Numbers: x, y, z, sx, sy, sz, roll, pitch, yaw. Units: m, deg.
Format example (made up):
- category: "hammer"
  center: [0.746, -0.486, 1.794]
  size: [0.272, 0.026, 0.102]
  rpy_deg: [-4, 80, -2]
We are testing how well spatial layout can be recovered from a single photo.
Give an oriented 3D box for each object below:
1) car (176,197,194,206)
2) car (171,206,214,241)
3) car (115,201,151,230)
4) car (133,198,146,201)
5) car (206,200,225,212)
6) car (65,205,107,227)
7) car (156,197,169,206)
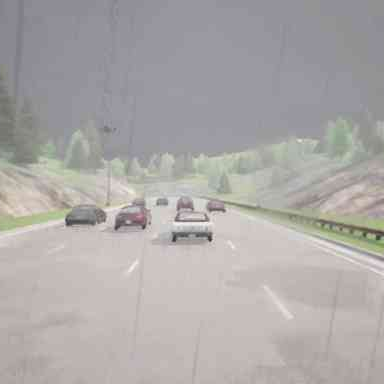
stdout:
- category: "car"
  center: [-0.863, 1.359, 41.476]
  size: [2.097, 1.767, 4.553]
  rpy_deg: [0, 0, -2]
- category: "car"
  center: [-0.029, 1.604, 16.593]
  size: [1.895, 1.301, 4.718]
  rpy_deg: [0, 0, -1]
- category: "car"
  center: [-3.662, 1.531, 21.120]
  size: [1.812, 1.442, 4.674]
  rpy_deg: [0, 0, -2]
- category: "car"
  center: [-8.246, 1.577, 52.155]
  size: [1.994, 1.385, 4.181]
  rpy_deg: [0, 0, -2]
- category: "car"
  center: [2.726, 1.570, 39.116]
  size: [1.994, 1.385, 4.181]
  rpy_deg: [0, 0, -2]
- category: "car"
  center: [-7.230, 1.571, 23.074]
  size: [1.994, 1.385, 4.181]
  rpy_deg: [0, 0, -2]
- category: "car"
  center: [-4.844, 1.504, 54.946]
  size: [2.128, 1.511, 4.902]
  rpy_deg: [0, 0, -2]
